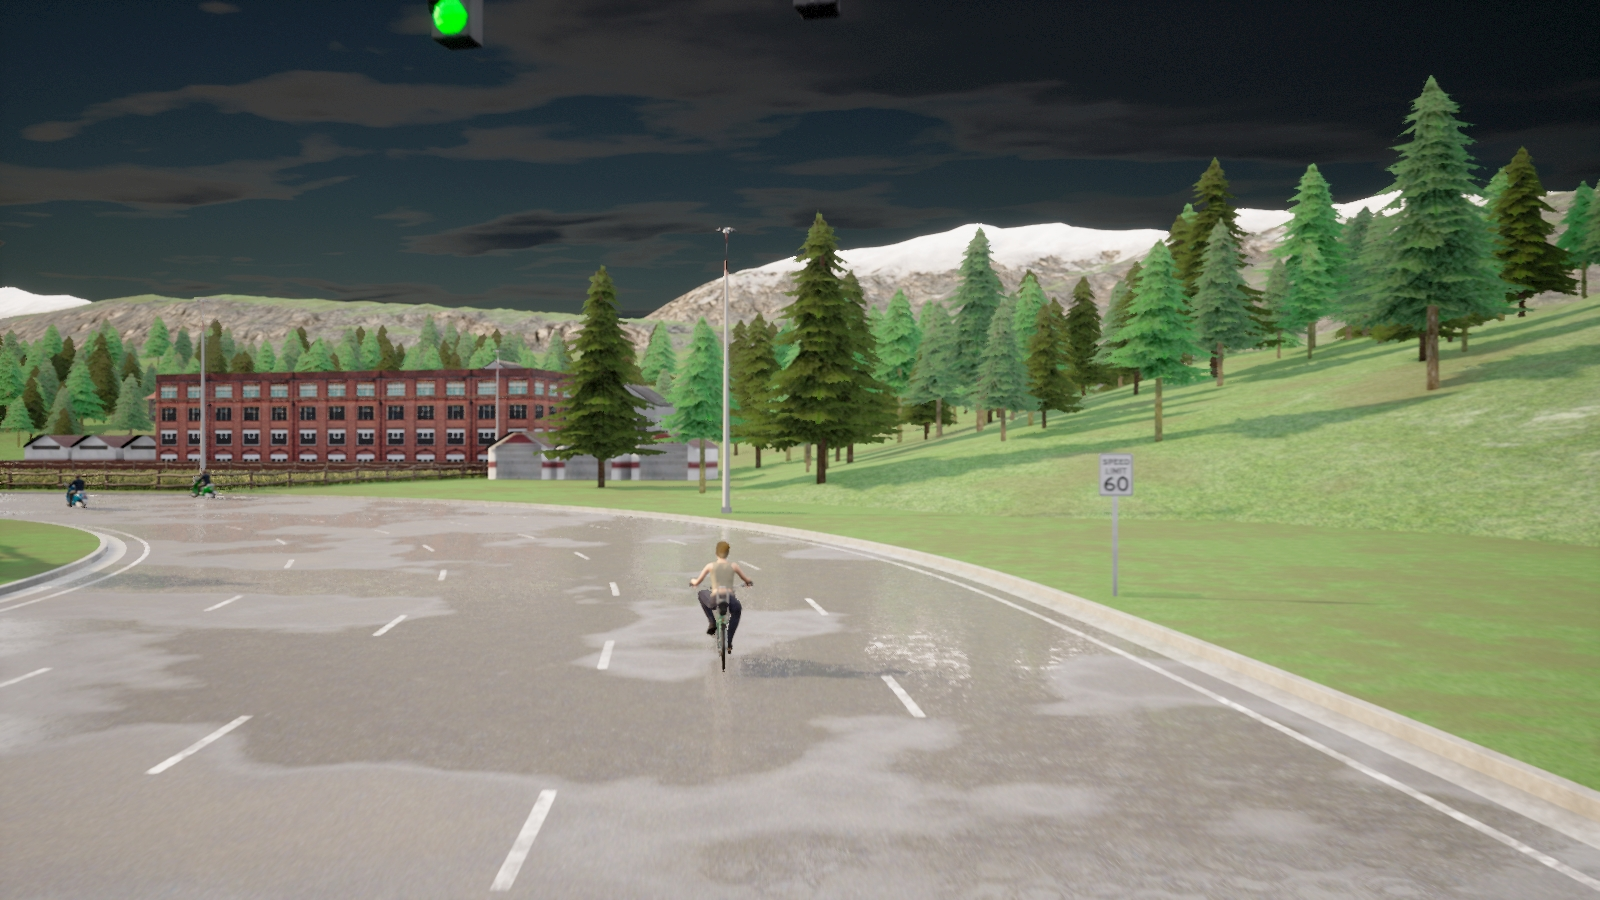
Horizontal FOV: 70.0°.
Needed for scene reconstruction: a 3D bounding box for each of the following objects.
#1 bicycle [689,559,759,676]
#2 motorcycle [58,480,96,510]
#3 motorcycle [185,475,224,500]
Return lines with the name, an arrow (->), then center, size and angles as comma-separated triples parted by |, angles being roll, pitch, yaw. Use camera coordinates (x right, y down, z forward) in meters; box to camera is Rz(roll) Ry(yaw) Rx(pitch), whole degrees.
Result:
bicycle -> -1.012, 2.133, 14.826 | 0.859, 1.276, 1.487 | 0, 0, -5
motorcycle -> -33.322, 2.070, 52.653 | 1.805, 1.316, 0.856 | 0, 0, 34
motorcycle -> -32.749, 2.054, 62.812 | 1.805, 1.316, 0.856 | 0, 2, 20
